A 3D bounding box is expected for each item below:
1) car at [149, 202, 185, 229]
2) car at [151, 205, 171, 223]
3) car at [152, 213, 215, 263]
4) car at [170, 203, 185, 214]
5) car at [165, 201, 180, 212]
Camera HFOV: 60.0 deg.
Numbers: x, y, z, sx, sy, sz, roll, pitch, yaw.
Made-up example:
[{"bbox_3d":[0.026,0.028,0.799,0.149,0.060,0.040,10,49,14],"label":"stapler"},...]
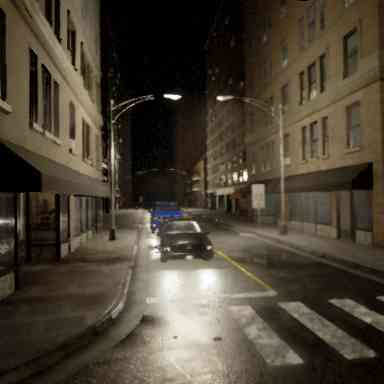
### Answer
[{"bbox_3d":[-1.828,1.718,23.680,2.150,2.045,5.566,-1,-1,-8],"label":"car"},{"bbox_3d":[-3.212,2.197,33.891,1.882,1.535,5.008,-1,-1,-7],"label":"car"},{"bbox_3d":[-0.440,1.825,13.583,2.033,1.411,5.357,-1,-1,-8],"label":"car"},{"bbox_3d":[-2.269,2.508,50.504,1.882,1.535,5.008,-1,-1,-8],"label":"car"},{"bbox_3d":[-3.614,2.606,60.765,2.097,1.767,4.553,-1,-1,-12],"label":"car"}]
